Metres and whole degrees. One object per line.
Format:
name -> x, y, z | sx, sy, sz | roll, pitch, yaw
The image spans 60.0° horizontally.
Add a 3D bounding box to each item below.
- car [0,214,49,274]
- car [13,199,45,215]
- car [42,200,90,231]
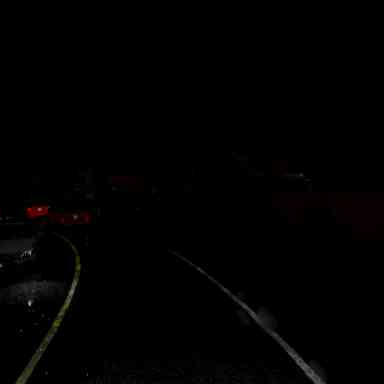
car -> -5.909, 1.692, 10.905 | 1.812, 1.442, 4.674 | 0, -1, -21
car -> -15.368, 1.699, 31.819 | 2.150, 2.045, 5.566 | 0, -1, -40
car -> -8.908, 1.692, 23.670 | 2.097, 1.767, 4.553 | 0, -1, -35
